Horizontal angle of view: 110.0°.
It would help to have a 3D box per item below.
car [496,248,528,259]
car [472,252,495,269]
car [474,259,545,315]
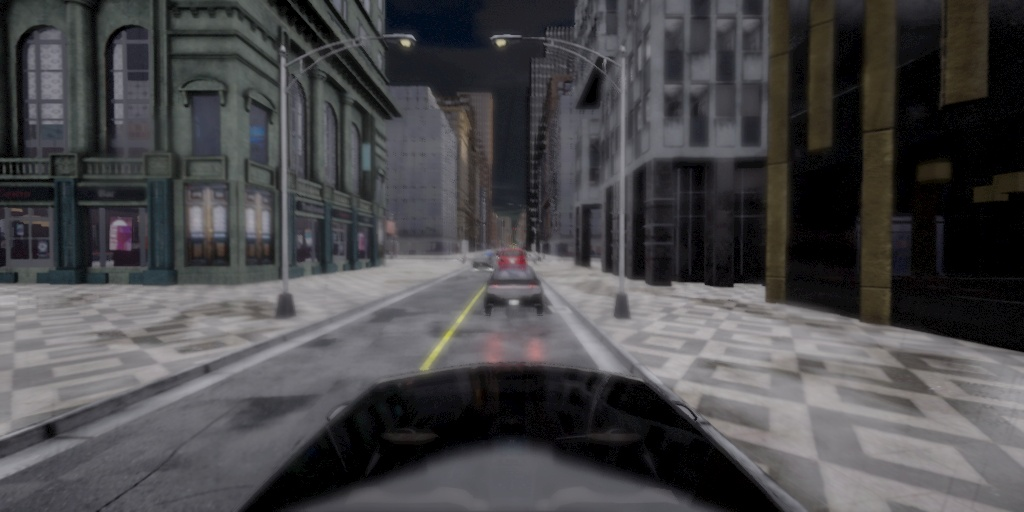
[{"bbox_3d":[0.076,0.468,29.072,2.150,2.045,5.566,0,1,0],"label":"car"},{"bbox_3d":[-3.099,0.579,38.344,1.837,1.490,4.892,0,1,0],"label":"car"},{"bbox_3d":[0.071,1.048,12.489,2.128,1.511,4.902,0,1,0],"label":"car"}]
